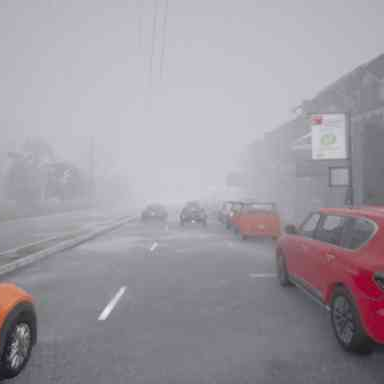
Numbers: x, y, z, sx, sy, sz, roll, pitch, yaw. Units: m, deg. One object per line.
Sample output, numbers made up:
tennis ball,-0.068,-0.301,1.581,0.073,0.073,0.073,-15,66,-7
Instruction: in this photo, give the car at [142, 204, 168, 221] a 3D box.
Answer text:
car,-3.161,1.744,28.855,1.994,1.385,4.181,0,0,0

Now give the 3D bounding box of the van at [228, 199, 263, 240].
van,3.218,1.365,17.597,1.878,1.987,4.442,0,0,0

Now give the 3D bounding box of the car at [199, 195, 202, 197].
car,3.186,1.934,72.599,2.231,1.521,4.892,0,0,0

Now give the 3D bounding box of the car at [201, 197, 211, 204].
car,3.181,1.969,78.125,2.231,1.521,4.892,0,0,0

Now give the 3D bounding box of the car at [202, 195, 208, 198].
car,3.205,1.704,55.999,2.185,1.767,4.553,0,0,0

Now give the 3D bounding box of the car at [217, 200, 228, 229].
car,3.217,1.499,22.974,2.185,1.767,4.553,0,0,0

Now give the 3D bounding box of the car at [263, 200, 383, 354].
car,3.222,1.269,6.334,2.435,2.045,5.566,0,0,0

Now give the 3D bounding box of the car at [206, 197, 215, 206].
car,3.210,1.728,39.447,2.231,1.521,4.892,0,0,0

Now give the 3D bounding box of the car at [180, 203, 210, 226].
car,0.090,1.759,25.138,1.895,1.301,4.718,0,0,0

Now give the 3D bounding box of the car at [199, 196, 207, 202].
car,3.159,1.946,94.800,2.185,1.767,4.553,0,0,0

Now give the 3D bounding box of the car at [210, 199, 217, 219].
car,3.213,1.733,33.927,2.002,1.452,4.674,0,0,0

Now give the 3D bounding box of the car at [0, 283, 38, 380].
car,-3.150,1.370,2.695,2.097,1.767,4.553,0,0,0

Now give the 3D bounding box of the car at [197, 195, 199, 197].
car,3.173,1.752,83.811,2.435,2.045,5.566,0,0,0

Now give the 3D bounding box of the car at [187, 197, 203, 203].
car,0.084,1.765,41.744,1.837,1.490,4.892,0,-1,0

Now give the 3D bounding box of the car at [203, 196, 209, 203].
car,3.205,1.794,50.689,1.946,1.575,5.366,0,0,0
